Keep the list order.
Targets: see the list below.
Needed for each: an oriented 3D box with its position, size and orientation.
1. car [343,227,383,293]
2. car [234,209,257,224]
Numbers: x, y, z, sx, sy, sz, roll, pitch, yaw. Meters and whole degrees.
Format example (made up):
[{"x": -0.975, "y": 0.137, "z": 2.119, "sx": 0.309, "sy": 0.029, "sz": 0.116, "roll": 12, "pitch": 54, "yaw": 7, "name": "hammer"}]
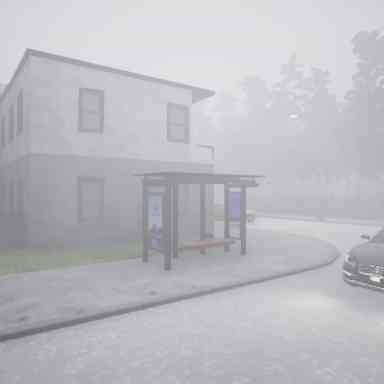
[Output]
[{"x": 5.605, "y": 1.505, "z": 8.224, "sx": 4.892, "sy": 1.490, "sz": 1.837, "roll": 0, "pitch": 3, "yaw": -39, "name": "car"}, {"x": 2.522, "y": 1.477, "z": 24.379, "sx": 1.882, "sy": 1.535, "sz": 5.008, "roll": 0, "pitch": 0, "yaw": -36, "name": "car"}]
